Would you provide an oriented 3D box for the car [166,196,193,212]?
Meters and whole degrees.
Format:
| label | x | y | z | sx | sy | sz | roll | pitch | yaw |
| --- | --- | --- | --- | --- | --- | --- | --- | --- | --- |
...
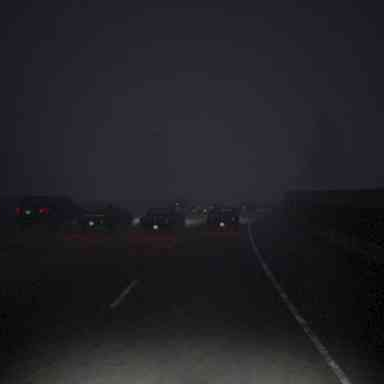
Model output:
| label | x | y | z | sx | sy | sz | roll | pitch | yaw |
| --- | --- | --- | --- | --- | --- | --- | --- | --- | --- |
| car | -1.220 | 1.545 | 37.852 | 1.837 | 1.490 | 4.892 | 0 | 0 | 16 |

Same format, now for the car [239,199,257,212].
| label | x | y | z | sx | sy | sz | roll | pitch | yaw |
| --- | --- | --- | --- | --- | --- | --- | --- | --- | --- |
| car | 6.449 | 1.586 | 38.998 | 1.812 | 1.442 | 4.674 | 0 | 0 | 18 |

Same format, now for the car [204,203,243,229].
| label | x | y | z | sx | sy | sz | roll | pitch | yaw |
| --- | --- | --- | --- | --- | --- | --- | --- | --- | --- |
| car | 2.177 | 1.631 | 21.924 | 1.895 | 1.301 | 4.718 | 0 | 0 | 10 |

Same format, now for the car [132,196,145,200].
| label | x | y | z | sx | sy | sz | roll | pitch | yaw |
| --- | --- | --- | --- | --- | --- | --- | --- | --- | --- |
| car | -10.316 | 1.555 | 71.878 | 1.837 | 1.490 | 4.892 | 0 | 0 | 26 |

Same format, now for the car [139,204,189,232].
| label | x | y | z | sx | sy | sz | roll | pitch | yaw |
| --- | --- | --- | --- | --- | --- | --- | --- | --- | --- |
| car | -1.639 | 1.620 | 20.294 | 1.895 | 1.301 | 4.718 | 0 | 0 | 9 |

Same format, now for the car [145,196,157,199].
| label | x | y | z | sx | sy | sz | roll | pitch | yaw |
| --- | --- | --- | --- | --- | --- | --- | --- | --- | --- |
| car | -7.310 | 1.657 | 70.075 | 1.895 | 1.301 | 4.718 | 0 | 0 | 26 |

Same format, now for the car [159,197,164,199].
| label | x | y | z | sx | sy | sz | roll | pitch | yaw |
| --- | --- | --- | --- | --- | --- | --- | --- | --- | --- |
| car | -4.060 | 1.587 | 68.732 | 2.128 | 1.511 | 4.902 | 0 | 0 | 26 |

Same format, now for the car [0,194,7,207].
| label | x | y | z | sx | sy | sz | roll | pitch | yaw |
| --- | --- | --- | --- | --- | --- | --- | --- | --- | --- |
| car | -17.400 | 1.219 | 31.957 | 2.150 | 2.045 | 5.566 | 0 | 0 | 13 |

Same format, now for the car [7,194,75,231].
| label | x | y | z | sx | sy | sz | roll | pitch | yaw |
| --- | --- | --- | --- | --- | --- | --- | --- | --- | --- |
| car | -8.614 | 1.224 | 20.947 | 2.150 | 2.045 | 5.566 | 0 | 0 | 9 |

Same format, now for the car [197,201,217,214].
| label | x | y | z | sx | sy | sz | roll | pitch | yaw |
| --- | --- | --- | --- | --- | --- | --- | --- | --- | --- |
| car | 1.990 | 1.647 | 36.455 | 1.895 | 1.301 | 4.718 | 0 | 0 | 16 |

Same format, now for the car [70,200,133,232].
| label | x | y | z | sx | sy | sz | roll | pitch | yaw |
| --- | --- | --- | --- | --- | --- | --- | --- | --- | --- |
| car | -5.122 | 1.502 | 20.517 | 2.128 | 1.511 | 4.902 | 0 | 0 | 8 |

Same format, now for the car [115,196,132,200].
| label | x | y | z | sx | sy | sz | roll | pitch | yaw |
| --- | --- | --- | --- | --- | --- | --- | --- | --- | --- |
| car | -14.277 | 1.584 | 71.827 | 2.033 | 1.411 | 5.357 | 0 | 0 | 26 |
